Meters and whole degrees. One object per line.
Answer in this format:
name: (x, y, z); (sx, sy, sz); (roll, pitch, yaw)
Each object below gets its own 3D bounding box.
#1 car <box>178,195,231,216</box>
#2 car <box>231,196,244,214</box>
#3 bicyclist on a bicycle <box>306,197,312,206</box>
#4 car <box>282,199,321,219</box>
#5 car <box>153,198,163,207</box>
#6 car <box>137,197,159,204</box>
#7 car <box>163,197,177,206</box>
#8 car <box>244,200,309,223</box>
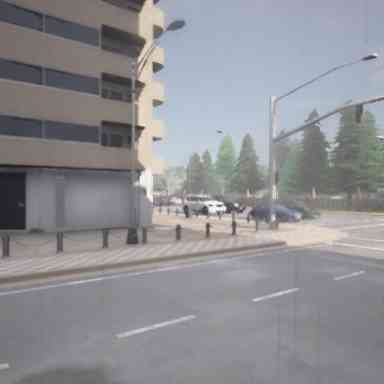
car: (1.182, 1.350, 35.215); (2.150, 2.045, 5.566); (0, 0, -36)
car: (3.647, 1.362, 37.781); (2.150, 2.045, 5.566); (0, 0, -36)
bicyclist on a bicycle: (14.531, 1.478, 41.465); (1.656, 1.620, 0.582); (0, 0, -36)
car: (9.258, 1.492, 30.002); (2.097, 1.767, 4.553); (0, 0, -36)
car: (-7.070, 1.617, 52.694); (1.882, 1.535, 5.008); (0, 0, -35)
car: (-8.940, 1.712, 67.538); (2.033, 1.411, 5.357); (0, 0, -36)
car: (-5.240, 1.700, 56.420); (2.033, 1.411, 5.357); (0, 0, -36)
car: (6.851, 1.654, 27.359); (1.812, 1.442, 4.674); (0, 0, -36)
